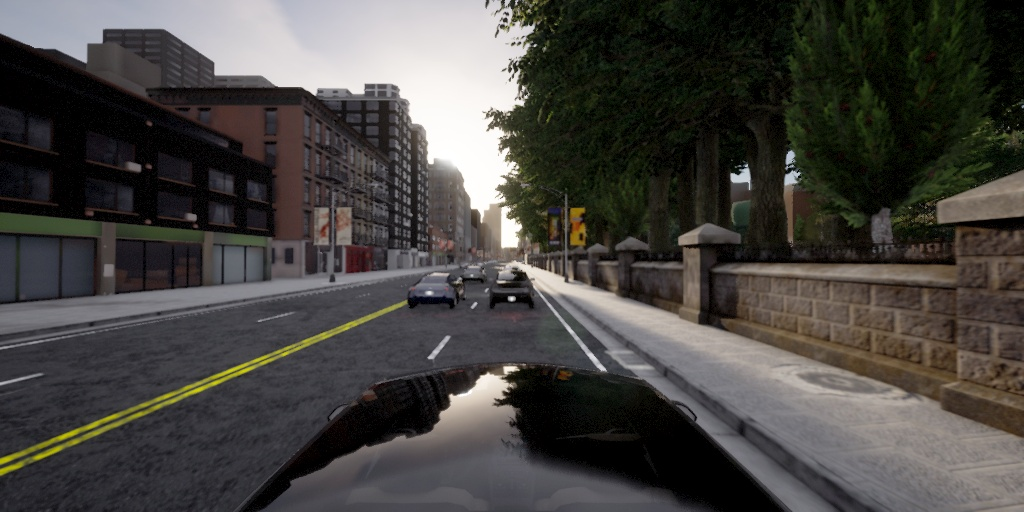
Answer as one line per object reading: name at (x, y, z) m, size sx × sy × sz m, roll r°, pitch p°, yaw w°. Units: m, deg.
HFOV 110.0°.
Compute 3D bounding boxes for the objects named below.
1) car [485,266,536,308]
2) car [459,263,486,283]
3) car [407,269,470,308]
car at (-0.001, 1.393, 16.151) m, size 1.837 × 1.490 × 4.892 m, roll 0°, pitch 0°, yaw 0°
car at (-3.256, 1.591, 31.152) m, size 1.994 × 1.385 × 4.181 m, roll 0°, pitch 0°, yaw 0°
car at (-3.251, 1.450, 16.150) m, size 1.994 × 1.385 × 4.181 m, roll 0°, pitch 0°, yaw 0°
